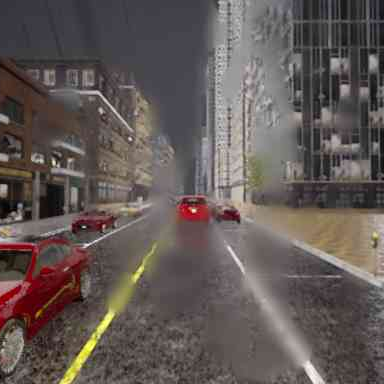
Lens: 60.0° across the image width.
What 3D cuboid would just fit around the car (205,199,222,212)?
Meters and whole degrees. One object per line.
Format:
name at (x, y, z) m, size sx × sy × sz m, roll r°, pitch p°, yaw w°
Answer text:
car at (2.685, 1.664, 42.454) m, size 1.887 × 1.381 × 4.507 m, roll 1°, pitch 0°, yaw 0°

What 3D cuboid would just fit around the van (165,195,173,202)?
van at (-5.646, 1.598, 82.462) m, size 1.690 × 1.788 × 3.998 m, roll 1°, pitch 0°, yaw 0°

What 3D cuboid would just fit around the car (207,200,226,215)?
car at (2.684, 1.628, 36.926) m, size 1.752 × 1.417 × 4.829 m, roll 1°, pitch 0°, yaw 0°

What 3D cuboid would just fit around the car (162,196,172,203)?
car at (-5.650, 1.676, 76.763) m, size 1.967 × 1.590 × 4.097 m, roll 1°, pitch 0°, yaw 0°

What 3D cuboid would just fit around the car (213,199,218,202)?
car at (2.682, 1.631, 31.057) m, size 1.887 × 1.381 × 4.507 m, roll 1°, pitch 0°, yaw 0°

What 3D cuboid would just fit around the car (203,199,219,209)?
car at (2.687, 1.687, 48.151) m, size 2.008 × 1.369 × 4.403 m, roll 1°, pitch 0°, yaw 0°

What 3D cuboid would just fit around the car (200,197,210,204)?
car at (2.693, 1.758, 70.942) m, size 1.887 × 1.381 × 4.507 m, roll 1°, pitch 0°, yaw 0°

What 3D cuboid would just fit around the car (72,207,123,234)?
car at (-5.669, 1.600, 19.788) m, size 1.887 × 1.381 × 4.507 m, roll 1°, pitch 0°, yaw 0°

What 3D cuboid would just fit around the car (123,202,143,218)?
car at (-5.665, 1.612, 31.014) m, size 1.752 × 1.417 × 4.829 m, roll 1°, pitch 0°, yaw 0°

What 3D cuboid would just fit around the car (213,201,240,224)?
car at (2.679, 1.652, 25.358) m, size 1.802 × 1.307 × 4.206 m, roll 1°, pitch 0°, yaw 0°

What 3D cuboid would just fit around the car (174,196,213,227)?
car at (0.106, 1.287, 23.600) m, size 2.150 × 2.045 × 5.566 m, roll 0°, pitch 0°, yaw 0°

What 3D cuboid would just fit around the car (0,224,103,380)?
car at (-3.100, 1.541, 5.630) m, size 1.812 × 1.442 × 4.674 m, roll 0°, pitch 0°, yaw 0°

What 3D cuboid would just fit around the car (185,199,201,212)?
car at (0.113, 1.619, 41.024) m, size 1.837 × 1.490 × 4.892 m, roll 0°, pitch 0°, yaw 0°

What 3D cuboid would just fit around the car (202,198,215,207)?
car at (2.688, 1.699, 53.849) m, size 1.887 × 1.381 × 4.507 m, roll 1°, pitch 0°, yaw 0°

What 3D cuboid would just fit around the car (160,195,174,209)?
car at (-3.070, 1.641, 47.995) m, size 1.837 × 1.490 × 4.892 m, roll 0°, pitch 0°, yaw 0°

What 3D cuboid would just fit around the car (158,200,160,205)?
car at (-5.655, 1.718, 65.198) m, size 1.752 × 1.417 × 4.829 m, roll 1°, pitch 0°, yaw 0°
